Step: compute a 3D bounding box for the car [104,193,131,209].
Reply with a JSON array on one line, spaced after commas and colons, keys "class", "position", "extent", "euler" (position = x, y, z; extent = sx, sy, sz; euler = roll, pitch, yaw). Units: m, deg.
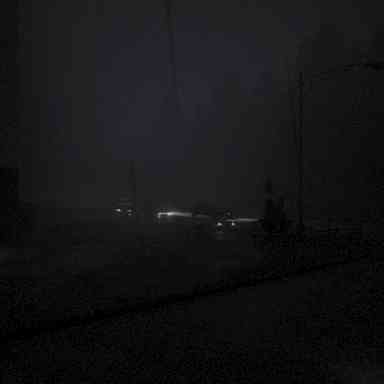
[{"class": "car", "position": [-10.413, 1.221, 46.220], "extent": [2.150, 2.045, 5.566], "euler": [0, 0, -35]}]

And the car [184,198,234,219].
[{"class": "car", "position": [1.644, 1.526, 29.396], "extent": [1.812, 1.442, 4.674], "euler": [0, 0, -36]}]

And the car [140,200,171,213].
[{"class": "car", "position": [-4.170, 1.564, 37.481], "extent": [1.994, 1.385, 4.181], "euler": [0, 0, -35]}]

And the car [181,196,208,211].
[{"class": "car", "position": [0.667, 1.352, 37.922], "extent": [2.097, 1.767, 4.553], "euler": [0, 0, -36]}]
